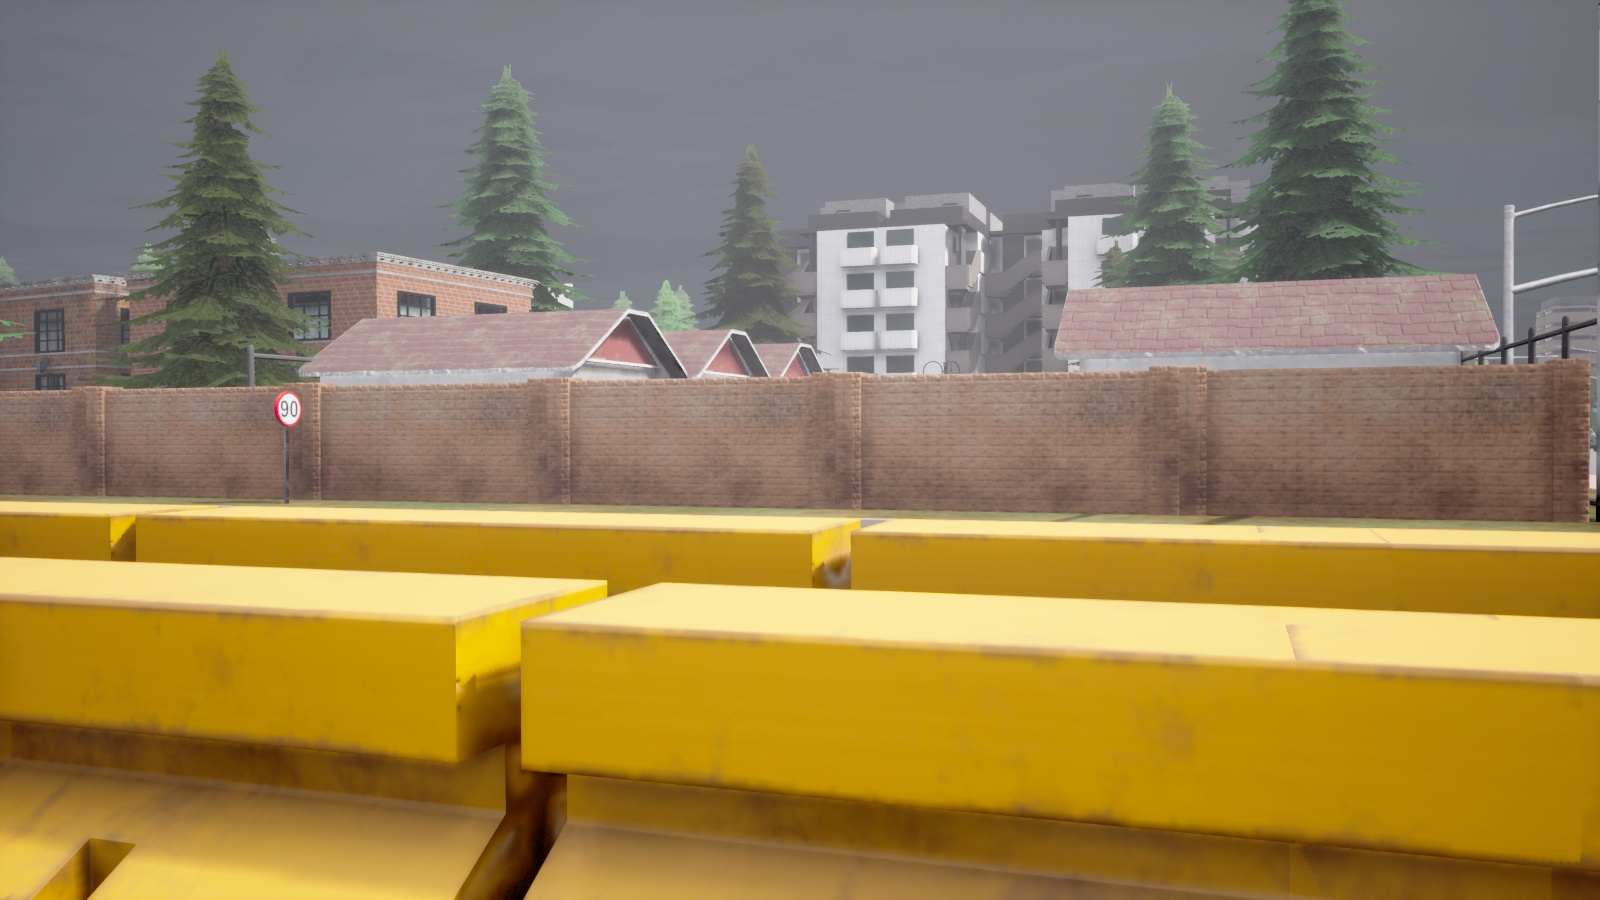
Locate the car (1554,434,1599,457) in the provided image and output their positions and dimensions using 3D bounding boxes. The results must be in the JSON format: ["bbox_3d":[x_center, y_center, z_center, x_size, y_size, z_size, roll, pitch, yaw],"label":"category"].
[{"bbox_3d":[50.429,-0.323,81.439,1.970,1.475,3.806,1,1,20],"label":"car"}]
